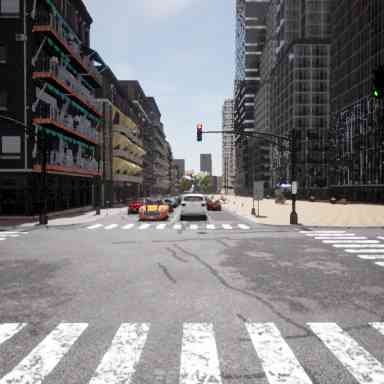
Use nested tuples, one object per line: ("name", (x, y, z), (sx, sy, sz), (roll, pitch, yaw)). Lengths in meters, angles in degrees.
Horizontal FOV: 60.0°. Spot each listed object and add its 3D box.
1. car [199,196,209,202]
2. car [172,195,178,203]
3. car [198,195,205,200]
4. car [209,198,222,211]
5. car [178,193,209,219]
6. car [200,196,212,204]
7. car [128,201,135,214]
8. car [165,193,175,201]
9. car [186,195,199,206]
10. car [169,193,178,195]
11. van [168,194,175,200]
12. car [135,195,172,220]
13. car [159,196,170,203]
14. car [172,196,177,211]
("car", (2.670, 1.548, 74.982), (1.887, 1.381, 4.507), (-1, 0, 0))
("car", (-3.077, 1.544, 47.965), (2.033, 1.411, 5.357), (0, 0, 0))
("car", (2.674, 1.535, 92.099), (1.752, 1.417, 4.829), (-1, 0, 0))
("car", (2.659, 1.540, 41.088), (1.887, 1.381, 4.507), (-1, 0, 0))
("car", (0.114, 1.218, 29.521), (2.150, 2.045, 5.566), (0, 0, 0))
("car", (2.666, 1.551, 63.684), (2.008, 1.369, 4.403), (-1, 0, 0))
("car", (-5.690, 1.540, 35.384), (1.887, 1.381, 4.507), (-1, 0, 0))
("car", (-5.678, 1.322, 86.225), (2.192, 1.841, 5.009), (-1, 0, 0))
("car", (0.108, 1.349, 56.565), (2.097, 1.767, 4.553), (0, 0, 0))
("car", (-3.032, 1.220, 58.283), (2.150, 2.045, 5.566), (0, 0, 1))
("van", (-5.675, 1.350, 91.873), (1.690, 1.788, 3.998), (-1, 0, 0))
("car", (-3.090, 1.348, 27.640), (2.097, 1.767, 4.553), (0, 0, 0))
("car", (-5.679, 1.584, 69.278), (1.802, 1.307, 4.206), (-1, 0, 0))
("car", (-3.085, 1.501, 37.637), (1.837, 1.490, 4.892), (0, 0, 0))
